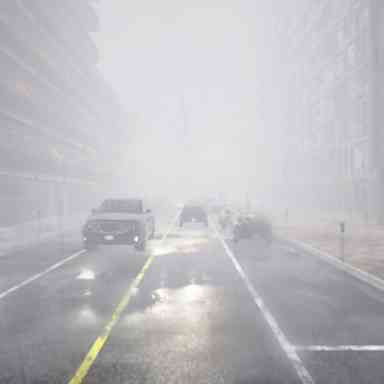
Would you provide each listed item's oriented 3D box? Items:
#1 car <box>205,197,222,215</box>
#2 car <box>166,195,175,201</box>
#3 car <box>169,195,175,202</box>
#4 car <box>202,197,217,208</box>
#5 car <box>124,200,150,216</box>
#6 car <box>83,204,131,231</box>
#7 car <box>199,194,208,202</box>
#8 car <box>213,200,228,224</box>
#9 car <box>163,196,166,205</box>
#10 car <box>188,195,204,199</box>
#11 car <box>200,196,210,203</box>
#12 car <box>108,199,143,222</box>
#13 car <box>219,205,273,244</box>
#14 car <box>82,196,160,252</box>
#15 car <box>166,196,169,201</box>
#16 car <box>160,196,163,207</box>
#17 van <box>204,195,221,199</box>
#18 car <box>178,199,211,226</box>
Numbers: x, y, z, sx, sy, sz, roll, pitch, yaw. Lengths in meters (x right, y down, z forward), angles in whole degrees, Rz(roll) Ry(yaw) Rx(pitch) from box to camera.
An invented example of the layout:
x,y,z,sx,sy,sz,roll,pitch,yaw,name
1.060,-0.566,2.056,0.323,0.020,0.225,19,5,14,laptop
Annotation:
x,y,z,sx,sy,sz,roll,pitch,yaw,name
2.577,1.520,32.439,2.008,1.369,4.403,1,0,0,car
-5.274,1.483,83.427,2.008,1.369,4.403,1,0,0,car
-5.310,1.505,72.134,1.947,1.339,4.313,1,0,0,car
2.578,1.500,49.396,1.887,1.381,4.507,1,0,0,car
-5.304,1.551,32.609,1.802,1.307,4.206,1,0,0,car
-5.304,1.546,21.316,1.947,1.339,4.313,1,0,0,car
2.581,1.375,77.658,1.967,1.590,4.097,1,0,0,car
2.577,1.505,21.304,1.752,1.417,4.829,1,0,0,car
-5.302,1.480,49.378,1.752,1.417,4.829,1,0,0,car
0.103,1.453,41.585,2.128,1.511,4.902,0,0,0,car
2.579,1.468,66.523,1.752,1.417,4.829,1,0,0,car
-5.302,1.414,26.962,1.967,1.590,4.097,1,0,0,car
2.576,1.536,15.482,2.008,1.369,4.403,1,0,0,car
-2.849,1.208,14.206,2.150,2.045,5.566,0,0,0,car
-5.300,1.391,55.195,1.967,1.590,4.097,1,0,0,car
-5.303,1.541,43.902,1.802,1.307,4.206,1,0,0,car
2.580,1.305,38.091,1.690,1.788,3.998,1,0,0,van
0.101,1.483,23.171,1.837,1.490,4.892,0,0,0,car
